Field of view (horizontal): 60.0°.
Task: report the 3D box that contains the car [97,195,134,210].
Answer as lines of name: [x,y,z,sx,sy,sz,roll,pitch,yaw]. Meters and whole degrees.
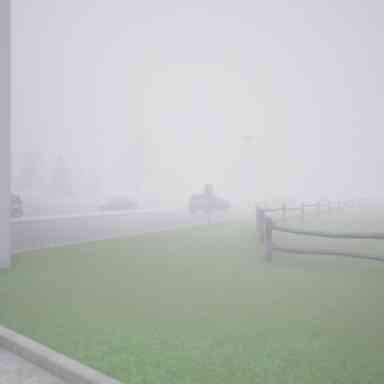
car: [-10.009,1.351,43.848,2.097,1.767,4.553,0,0,35]

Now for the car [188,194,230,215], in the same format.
car: [1.803,1.221,34.219,2.150,2.045,5.566,0,0,35]

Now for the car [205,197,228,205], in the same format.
car: [4.334,1.600,58.245,1.895,1.301,4.718,0,0,36]

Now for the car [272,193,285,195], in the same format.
car: [16.268,1.221,61.056,2.150,2.045,5.566,0,0,36]

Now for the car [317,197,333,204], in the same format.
car: [23.684,1.563,59.169,1.994,1.385,4.181,0,0,36]

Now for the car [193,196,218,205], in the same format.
car: [2.557,1.492,61.755,2.128,1.511,4.902,0,0,36]

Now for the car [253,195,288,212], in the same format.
car: [8.999,1.477,38.482,1.882,1.535,5.008,0,0,35]

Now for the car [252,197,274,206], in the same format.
car: [11.774,1.563,54.775,1.994,1.385,4.181,0,0,36]

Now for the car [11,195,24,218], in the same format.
car: [-16.795,1.351,27.861,2.097,1.767,4.553,0,0,35]

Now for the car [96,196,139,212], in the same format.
car: [-8.735,1.546,39.542,2.033,1.411,5.357,0,0,35]

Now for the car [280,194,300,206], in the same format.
car: [16.397,1.506,55.105,1.837,1.490,4.892,0,0,36]
